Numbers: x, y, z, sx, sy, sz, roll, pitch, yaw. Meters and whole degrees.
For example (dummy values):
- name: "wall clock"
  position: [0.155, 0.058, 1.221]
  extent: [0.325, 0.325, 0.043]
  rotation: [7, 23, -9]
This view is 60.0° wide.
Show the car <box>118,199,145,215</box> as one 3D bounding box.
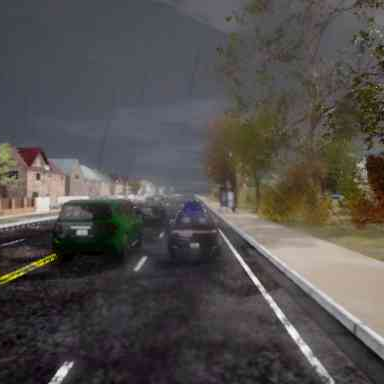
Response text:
- name: "car"
  position: [-6.570, 1.603, 36.854]
  extent: [2.128, 1.511, 4.902]
  rotation: [0, 0, 0]

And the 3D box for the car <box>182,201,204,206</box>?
- name: "car"
  position: [0.114, 1.567, 30.253]
  extent: [1.882, 1.535, 5.008]
  rotation: [0, 0, 0]

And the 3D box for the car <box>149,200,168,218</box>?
- name: "car"
  position: [-3.140, 1.576, 28.600]
  extent: [2.128, 1.511, 4.902]
  rotation: [0, 0, 0]

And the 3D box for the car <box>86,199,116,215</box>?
- name: "car"
  position: [-9.821, 1.587, 36.281]
  extent: [1.882, 1.535, 5.008]
  rotation: [0, 0, 0]

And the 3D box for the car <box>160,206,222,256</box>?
- name: "car"
  position: [0.101, 1.528, 13.227]
  extent: [2.128, 1.511, 4.902]
  rotation: [0, 0, 0]

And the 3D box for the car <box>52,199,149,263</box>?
- name: "car"
  position: [-3.149, 1.257, 12.232]
  extent: [2.150, 2.045, 5.566]
  rotation: [0, 0, 0]

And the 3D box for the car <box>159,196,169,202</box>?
- name: "car"
  position: [-6.454, 1.590, 77.473]
  extent: [1.994, 1.385, 4.181]
  rotation: [0, 0, 0]

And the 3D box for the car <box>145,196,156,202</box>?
- name: "car"
  position: [-9.705, 1.590, 77.475]
  extent: [1.994, 1.385, 4.181]
  rotation: [0, 0, 0]
